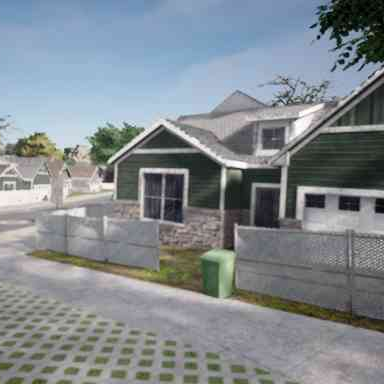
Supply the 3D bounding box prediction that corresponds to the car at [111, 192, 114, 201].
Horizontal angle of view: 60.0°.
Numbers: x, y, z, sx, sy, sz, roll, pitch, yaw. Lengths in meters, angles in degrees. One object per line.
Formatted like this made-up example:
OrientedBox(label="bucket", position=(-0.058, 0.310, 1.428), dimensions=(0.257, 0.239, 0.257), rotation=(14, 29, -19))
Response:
OrientedBox(label="car", position=(-11.569, 0.526, 53.263), dimensions=(2.097, 1.767, 4.553), rotation=(3, 2, -2))
